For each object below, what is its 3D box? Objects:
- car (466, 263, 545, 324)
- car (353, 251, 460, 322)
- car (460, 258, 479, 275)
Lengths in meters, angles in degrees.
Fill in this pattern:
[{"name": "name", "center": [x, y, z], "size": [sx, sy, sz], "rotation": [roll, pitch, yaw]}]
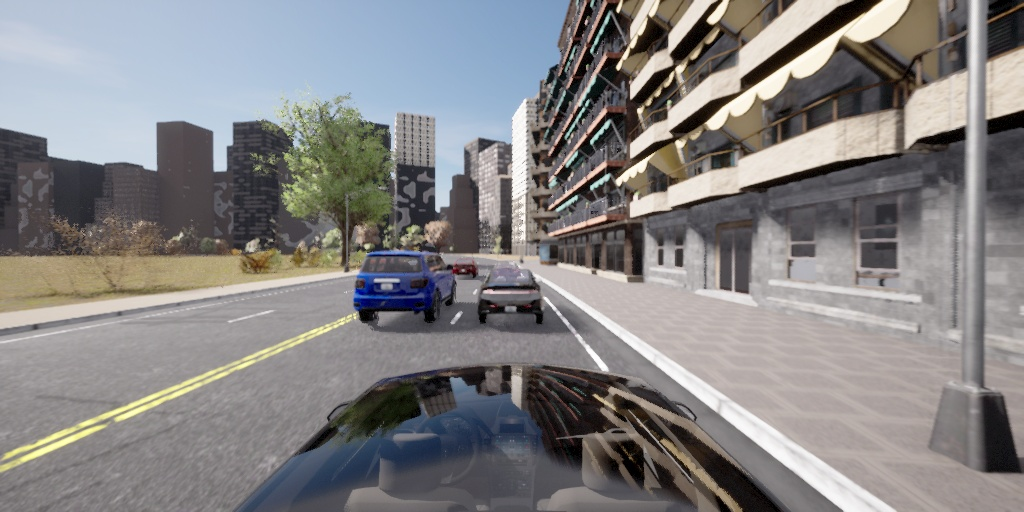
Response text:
[{"name": "car", "center": [-0.035, 1.131, 11.536], "size": [2.128, 1.511, 4.902], "rotation": [0, 0, 0]}, {"name": "car", "center": [-3.276, 0.861, 11.969], "size": [2.150, 2.045, 5.566], "rotation": [0, 0, -1]}, {"name": "car", "center": [-3.818, 0.926, 29.727], "size": [1.882, 1.535, 5.008], "rotation": [0, 1, -2]}]
